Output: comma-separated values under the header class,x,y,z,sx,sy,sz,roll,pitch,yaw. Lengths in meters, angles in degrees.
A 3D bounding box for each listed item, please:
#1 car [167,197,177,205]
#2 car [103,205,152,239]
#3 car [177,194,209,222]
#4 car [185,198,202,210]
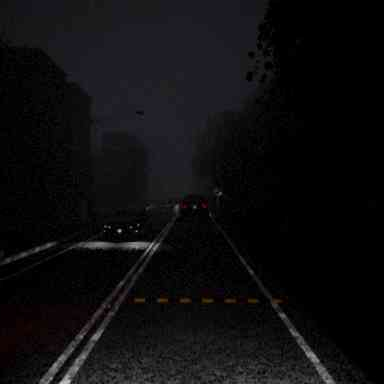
class,x,y,z,sx,sy,sz,roll,pitch,yaw
car,-3.150,1.465,56.022,1.895,1.301,4.718,0,0,0
car,-3.259,1.492,17.489,1.837,1.490,4.892,0,1,0
car,0.211,1.195,26.569,2.150,2.045,5.566,0,0,0
car,0.220,1.474,42.536,2.033,1.411,5.357,0,0,0
